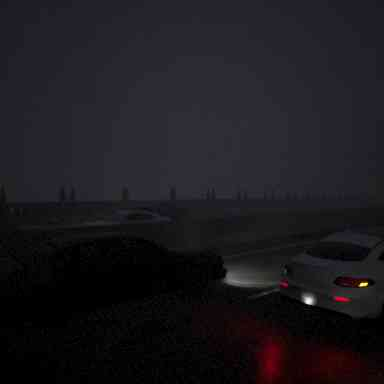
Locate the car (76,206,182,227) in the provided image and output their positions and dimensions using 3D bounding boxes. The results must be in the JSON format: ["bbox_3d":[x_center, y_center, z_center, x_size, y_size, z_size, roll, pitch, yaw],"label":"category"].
[{"bbox_3d":[-3.005,1.566,15.139,4.674,1.442,1.812,0,0,-39],"label":"car"}]

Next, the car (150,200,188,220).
[{"bbox_3d":[-2.515,1.413,24.645,4.553,1.767,2.097,0,0,-40],"label":"car"}]

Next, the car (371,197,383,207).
[{"bbox_3d":[29.716,1.553,51.872,5.008,1.535,1.882,0,0,-40],"label":"car"}]

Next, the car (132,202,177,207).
[{"bbox_3d":[-3.553,1.555,19.211,4.892,1.490,1.837,0,0,-40],"label":"car"}]

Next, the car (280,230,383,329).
[{"bbox_3d":[3.715,1.537,6.902,4.674,1.442,1.812,0,0,-39],"label":"car"}]

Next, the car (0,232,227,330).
[{"bbox_3d":[-1.746,1.567,6.976,5.357,1.411,2.033,0,0,-38],"label":"car"}]
